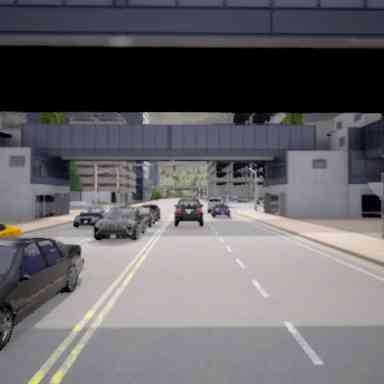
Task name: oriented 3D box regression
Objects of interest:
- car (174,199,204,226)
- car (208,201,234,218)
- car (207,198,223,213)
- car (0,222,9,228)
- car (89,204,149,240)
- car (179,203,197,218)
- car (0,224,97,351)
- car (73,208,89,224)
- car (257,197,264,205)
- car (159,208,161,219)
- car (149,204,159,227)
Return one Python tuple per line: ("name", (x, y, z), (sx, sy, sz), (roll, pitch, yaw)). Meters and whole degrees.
("car", (-0.244, 1.556, 26.238), (2.150, 2.045, 5.566), (0, -1, -1))
("car", (3.096, 1.981, 35.978), (1.812, 1.442, 4.674), (0, -1, 0))
("car", (3.354, 1.797, 45.487), (2.150, 2.045, 5.566), (0, -1, 9))
("car", (-7.225, 1.615, 10.359), (1.882, 1.535, 5.008), (0, -1, -1))
("car", (-3.828, 1.587, 18.296), (2.097, 1.767, 4.553), (0, -1, -1))
("car", (-0.400, 1.983, 35.933), (1.812, 1.442, 4.674), (0, -1, 0))
("car", (-3.672, 1.633, 6.465), (2.033, 1.411, 5.357), (0, -1, -1))
("car", (-7.331, 1.885, 24.864), (1.994, 1.385, 4.181), (0, -1, -1))
("car", (15.611, 2.106, 75.767), (1.932, 1.855, 4.605), (0, -1, -1))
("car", (-3.963, 1.905, 31.297), (1.837, 1.490, 4.892), (0, -1, 0))
("car", (-3.833, 1.853, 25.518), (1.812, 1.442, 4.674), (0, -1, -1))
